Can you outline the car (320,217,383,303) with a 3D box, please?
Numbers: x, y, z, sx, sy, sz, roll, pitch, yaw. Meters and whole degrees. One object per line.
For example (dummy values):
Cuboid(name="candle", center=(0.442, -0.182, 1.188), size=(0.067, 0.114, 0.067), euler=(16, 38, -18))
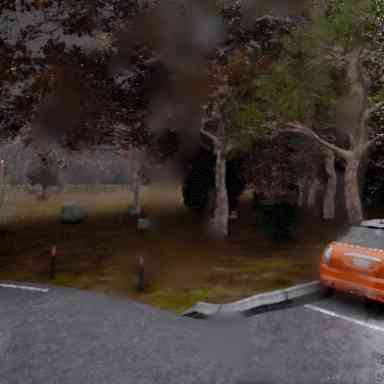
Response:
Cuboid(name="car", center=(5.074, 1.403, 7.643), size=(4.553, 1.767, 2.185), euler=(0, 2, -33))
